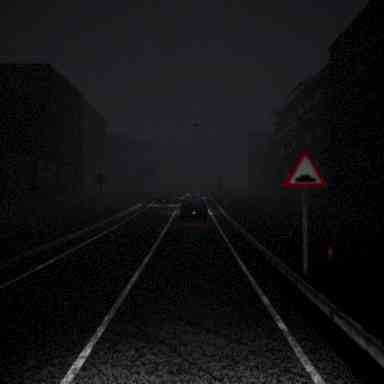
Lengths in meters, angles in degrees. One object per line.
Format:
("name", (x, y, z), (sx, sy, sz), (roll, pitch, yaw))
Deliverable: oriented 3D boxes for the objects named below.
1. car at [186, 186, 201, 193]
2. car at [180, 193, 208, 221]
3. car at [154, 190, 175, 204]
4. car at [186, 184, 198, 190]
("car", (0.189, 0.333, 41.387), (1.812, 1.442, 4.674), (0, 3, 0))
("car", (0.137, 1.112, 23.993), (1.882, 1.535, 5.008), (0, 2, 0))
("car", (-3.011, 0.522, 37.859), (1.812, 1.442, 4.674), (0, 3, 0))
("car", (0.000, -1.137, 79.384), (1.994, 1.385, 4.181), (0, 1, 10))
